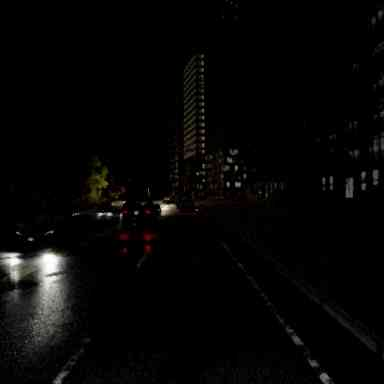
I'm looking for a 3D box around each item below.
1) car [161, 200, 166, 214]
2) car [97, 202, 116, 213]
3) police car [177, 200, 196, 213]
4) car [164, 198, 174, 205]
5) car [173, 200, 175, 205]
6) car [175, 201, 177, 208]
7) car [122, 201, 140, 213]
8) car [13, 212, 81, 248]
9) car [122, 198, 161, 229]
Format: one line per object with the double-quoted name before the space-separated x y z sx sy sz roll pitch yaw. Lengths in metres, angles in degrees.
"car" -4.355 1.940 37.853 2.033 1.411 5.357 0 -1 -3
"car" -11.552 2.058 45.437 2.033 1.411 5.357 0 -1 -4
"police car" -0.596 1.862 43.882 1.930 1.638 5.238 0 -1 -4
"car" -4.874 2.352 77.716 1.994 1.385 4.181 0 -1 -8
"car" -1.926 2.144 59.864 1.812 1.442 4.674 0 -1 -5
"car" -1.377 2.026 53.833 1.882 1.535 5.008 0 -1 -5
"car" -8.324 2.002 45.744 1.837 1.490 4.892 0 -1 -4
"car" -6.769 1.715 16.104 1.812 1.442 4.674 0 -1 -2
"car" -3.667 1.468 24.096 2.150 2.045 5.566 0 -1 -2
